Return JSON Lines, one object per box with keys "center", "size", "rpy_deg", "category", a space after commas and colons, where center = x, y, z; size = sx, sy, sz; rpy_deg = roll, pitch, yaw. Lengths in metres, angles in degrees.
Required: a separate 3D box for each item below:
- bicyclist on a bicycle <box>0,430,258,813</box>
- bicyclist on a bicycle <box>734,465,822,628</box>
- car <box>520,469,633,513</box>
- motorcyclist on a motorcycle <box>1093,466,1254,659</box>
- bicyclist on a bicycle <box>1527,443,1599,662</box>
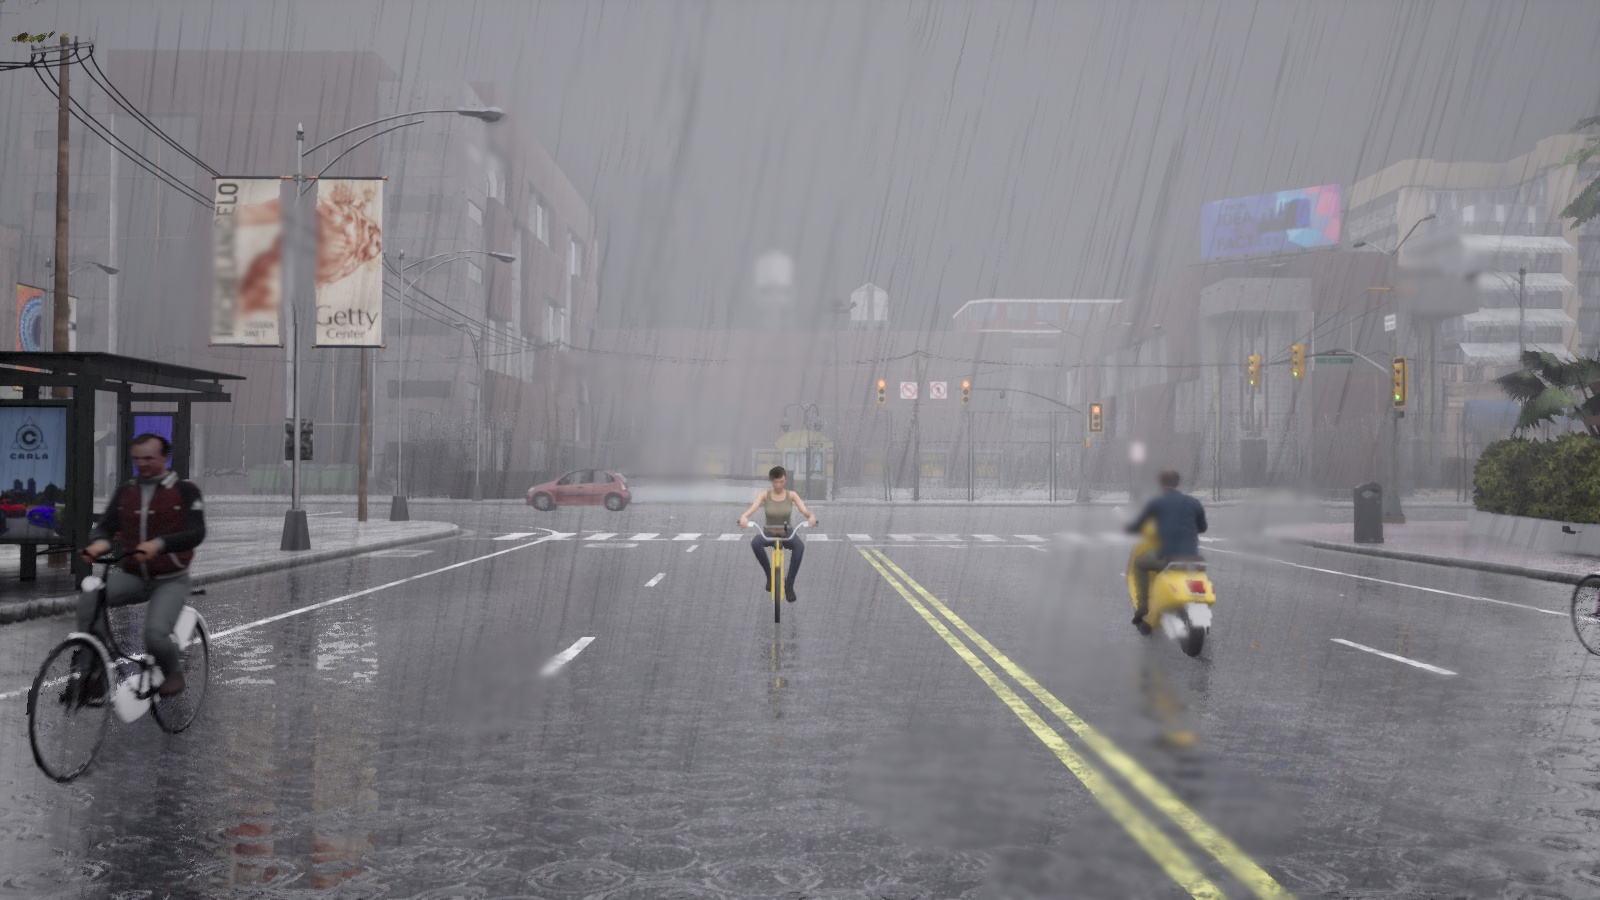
{"center": [-3.637, 0.813, 6.757], "size": [0.659, 1.776, 1.843], "rpy_deg": [0, -1, -1], "category": "bicyclist on a bicycle"}
{"center": [-0.224, 0.974, 13.271], "size": [0.866, 1.612, 1.509], "rpy_deg": [0, -1, -1], "category": "bicyclist on a bicycle"}
{"center": [-8.510, 1.552, 48.068], "size": [3.988, 1.617, 1.851], "rpy_deg": [0, -1, -1], "category": "car"}
{"center": [3.299, 0.944, 11.280], "size": [0.866, 1.590, 1.817], "rpy_deg": [0, -1, -1], "category": "motorcyclist on a motorcycle"}
{"center": [6.814, 0.829, 10.239], "size": [0.659, 1.776, 1.843], "rpy_deg": [0, -1, -1], "category": "bicyclist on a bicycle"}
